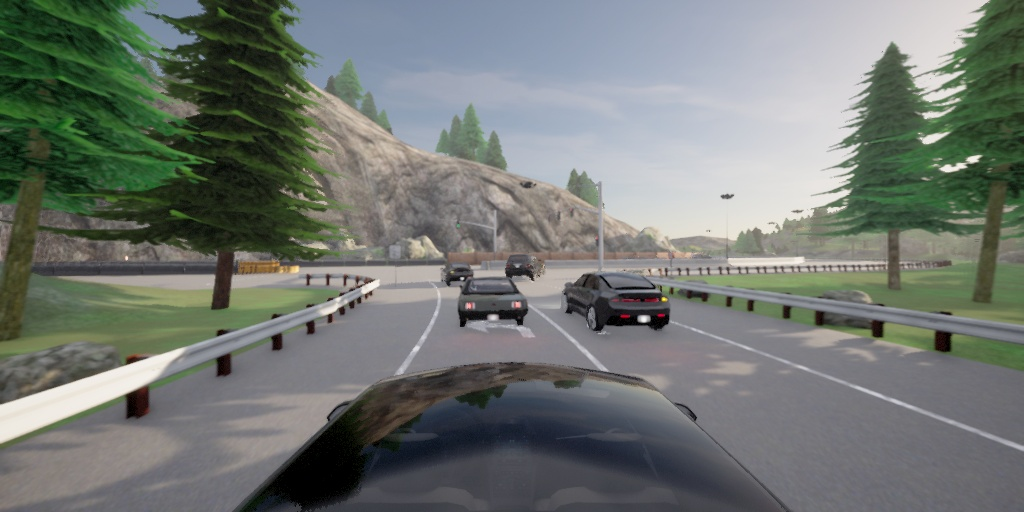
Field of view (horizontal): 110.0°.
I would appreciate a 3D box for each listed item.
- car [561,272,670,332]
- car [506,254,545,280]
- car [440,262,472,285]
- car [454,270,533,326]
[{"bbox_3d":[2.834,1.206,10.748,1.837,1.490,4.892,0,0,-6],"label":"car"},{"bbox_3d":[1.114,0.853,29.553,2.150,2.045,5.566,-2,0,15],"label":"car"},{"bbox_3d":[-3.862,1.175,25.055,1.837,1.490,4.892,0,0,-17],"label":"car"},{"bbox_3d":[-0.760,1.311,11.556,1.895,1.301,4.718,0,0,-7],"label":"car"}]
